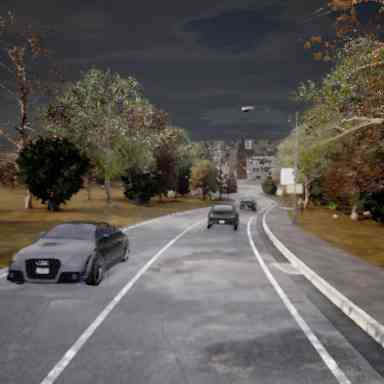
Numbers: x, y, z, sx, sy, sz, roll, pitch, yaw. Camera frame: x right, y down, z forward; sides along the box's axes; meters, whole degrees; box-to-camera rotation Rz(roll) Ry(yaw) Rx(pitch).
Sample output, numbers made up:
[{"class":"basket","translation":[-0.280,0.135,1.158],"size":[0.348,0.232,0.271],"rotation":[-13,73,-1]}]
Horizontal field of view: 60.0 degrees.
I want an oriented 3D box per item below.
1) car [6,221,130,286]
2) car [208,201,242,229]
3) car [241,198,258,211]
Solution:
[{"class":"car","translation":[-3.110,1.520,9.227],"size":[1.994,1.385,4.181],"rotation":[0,0,4]},{"class":"car","translation":[2.123,1.488,21.687],"size":[1.837,1.490,4.892],"rotation":[1,0,9]},{"class":"car","translation":[7.158,1.517,42.202],"size":[1.837,1.490,4.892],"rotation":[2,0,16]}]
